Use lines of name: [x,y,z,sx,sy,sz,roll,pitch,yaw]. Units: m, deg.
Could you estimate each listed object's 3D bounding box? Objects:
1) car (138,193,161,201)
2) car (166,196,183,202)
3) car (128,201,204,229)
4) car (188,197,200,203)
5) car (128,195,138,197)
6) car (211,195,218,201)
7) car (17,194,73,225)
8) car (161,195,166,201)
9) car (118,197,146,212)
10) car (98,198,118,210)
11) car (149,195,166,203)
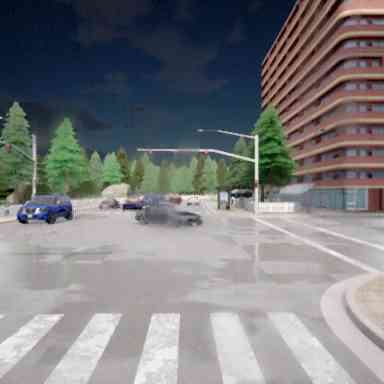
car: [-6.875,1.181,54.850,2.150,2.045,5.566,0,0,2]
car: [-2.843,1.436,60.399,1.882,1.535,5.008,0,0,6]
car: [-1.698,1.565,21.972,2.033,1.411,5.357,0,0,-44]
car: [0.357,1.561,57.380,1.895,1.301,4.718,0,0,3]
car: [-10.204,1.313,56.877,2.097,1.767,4.553,0,0,4]
car: [6.722,1.468,81.955,1.812,1.442,4.674,0,0,44]
car: [-10.566,1.209,24.450,2.150,2.045,5.566,0,0,0]
car: [-4.346,1.547,70.322,1.895,1.301,4.718,0,0,19]
car: [-6.969,1.574,39.109,1.895,1.301,4.718,0,0,-2]
car: [-10.522,1.496,42.595,1.812,1.442,4.674,0,0,0]
car: [-7.436,1.428,72.032,1.882,1.535,5.008,0,0,19]
